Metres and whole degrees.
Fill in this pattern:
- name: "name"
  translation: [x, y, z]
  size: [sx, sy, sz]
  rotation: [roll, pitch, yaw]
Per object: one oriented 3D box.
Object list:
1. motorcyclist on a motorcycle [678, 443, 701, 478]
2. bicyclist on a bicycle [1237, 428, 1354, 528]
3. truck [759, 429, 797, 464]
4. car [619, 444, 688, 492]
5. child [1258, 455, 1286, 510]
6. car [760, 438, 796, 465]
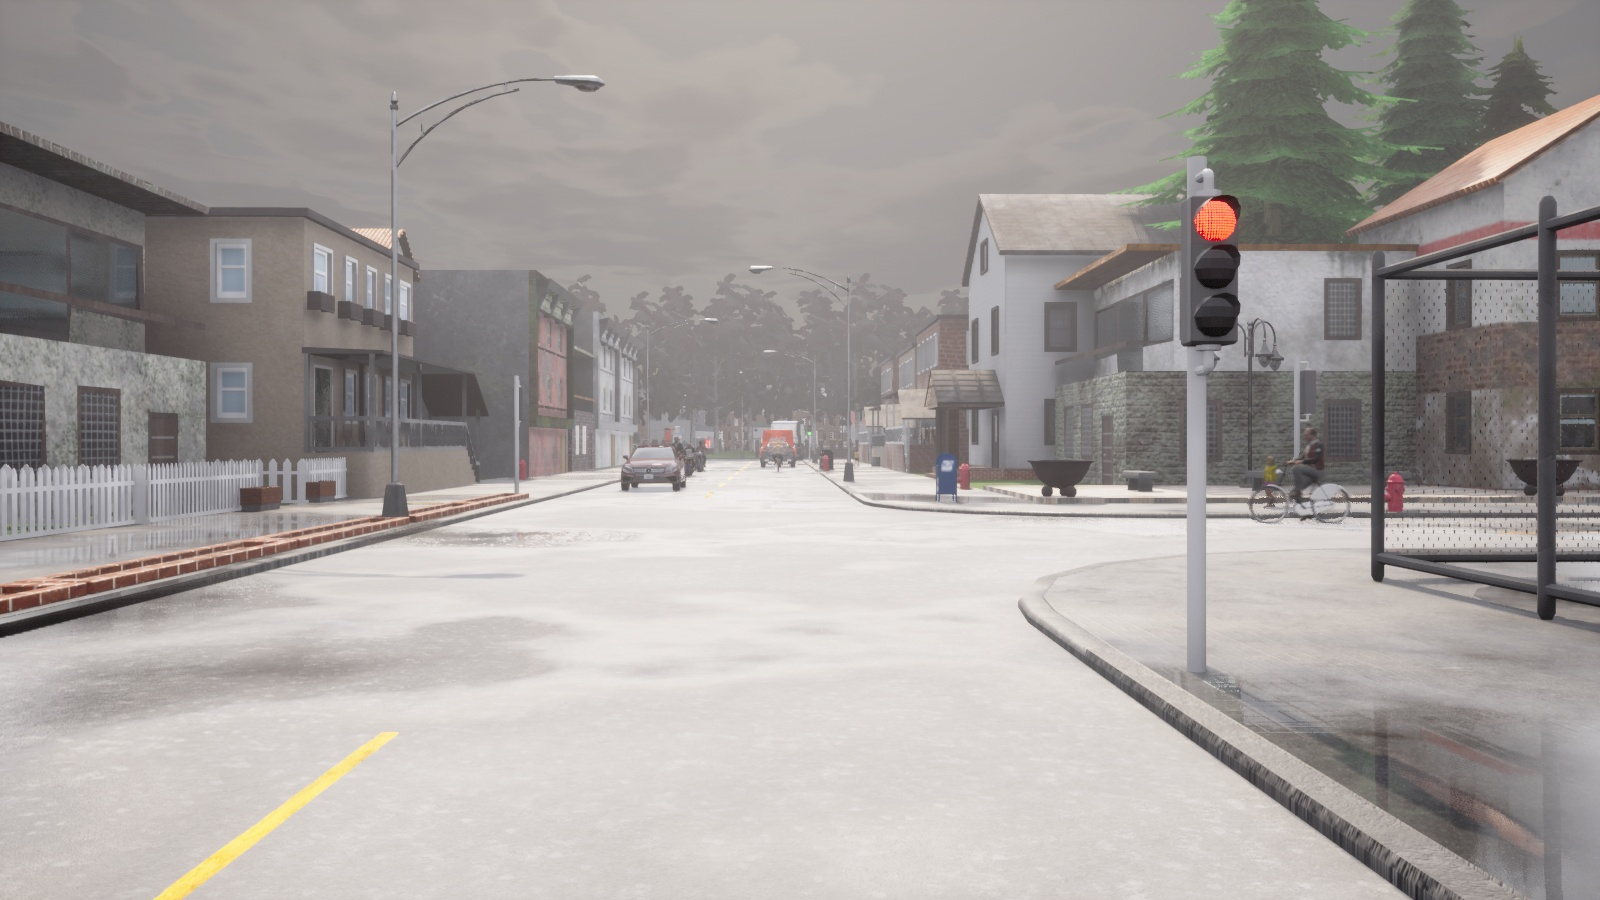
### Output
- name: "motorcyclist on a motorcycle"
  translation: [-4.981, 0.458, 56.585]
  size: [0.866, 1.530, 2.191]
  rotation: [0, 0, -1]
- name: "bicyclist on a bicycle"
  translation: [8.967, 0.496, 22.752]
  size: [1.843, 1.776, 0.659]
  rotation: [0, 0, -1]
- name: "truck"
  translation: [-1.589, -0.252, 90.422]
  size: [2.627, 2.467, 5.204]
  rotation: [0, 0, -1]
- name: "car"
  translation: [-4.706, 0.538, 40.827]
  size: [1.812, 1.442, 4.674]
  rotation: [0, 0, -2]
- name: "child"
  translation: [10.032, 0.690, 26.706]
  size: [0.473, 1.160, 0.299]
  rotation: [0, 0, -21]
- name: "car"
  translation: [-1.381, 0.079, 78.866]
  size: [2.152, 1.651, 5.027]
  rotation: [0, 0, -1]
